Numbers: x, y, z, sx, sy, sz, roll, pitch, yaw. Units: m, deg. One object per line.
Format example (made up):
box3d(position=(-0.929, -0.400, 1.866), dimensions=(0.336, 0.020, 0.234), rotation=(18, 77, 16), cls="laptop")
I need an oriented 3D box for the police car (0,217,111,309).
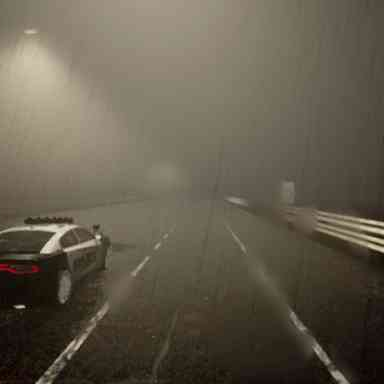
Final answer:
box3d(position=(-3.377, 1.427, 8.068), dimensions=(1.930, 1.638, 5.238), rotation=(0, 0, 2), cls="police car")
